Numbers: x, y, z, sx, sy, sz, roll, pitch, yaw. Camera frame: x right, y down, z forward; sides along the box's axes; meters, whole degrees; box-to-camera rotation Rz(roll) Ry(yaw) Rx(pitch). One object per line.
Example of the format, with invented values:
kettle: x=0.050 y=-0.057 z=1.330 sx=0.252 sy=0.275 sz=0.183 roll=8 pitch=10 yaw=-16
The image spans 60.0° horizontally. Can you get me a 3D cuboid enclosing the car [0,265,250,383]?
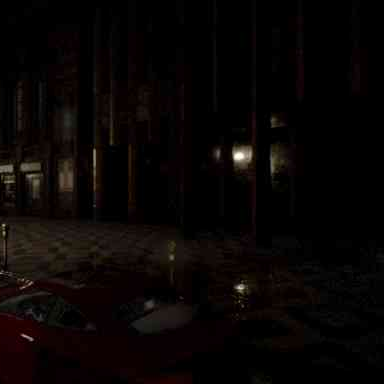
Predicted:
car: x=-1.362 y=1.582 z=4.051 sx=4.206 sy=1.307 sz=1.802 roll=0 pitch=0 yaw=36
